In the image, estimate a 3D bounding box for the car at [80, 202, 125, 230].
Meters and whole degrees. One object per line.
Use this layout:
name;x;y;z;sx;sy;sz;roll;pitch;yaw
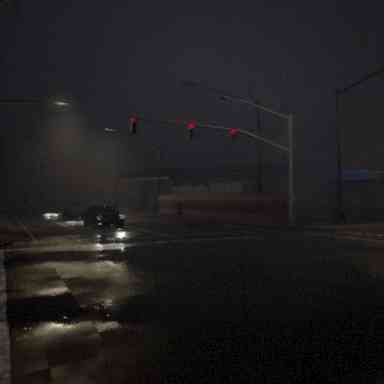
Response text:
car;-6.722;1.806;25.239;2.097;1.767;4.553;0;-1;-30

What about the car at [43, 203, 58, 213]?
car;-21.519;2.398;50.635;2.128;1.511;4.902;0;-1;-30

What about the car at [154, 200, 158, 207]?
car;-5.773;2.393;70.951;4.611;1.667;2.242;0;-1;-29

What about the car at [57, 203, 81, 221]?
car;-12.299;2.171;34.788;2.033;1.411;5.357;0;-1;-30

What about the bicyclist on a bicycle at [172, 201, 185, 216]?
bicyclist on a bicycle;-1.533;1.909;38.133;1.656;1.620;0.582;0;-1;-30
